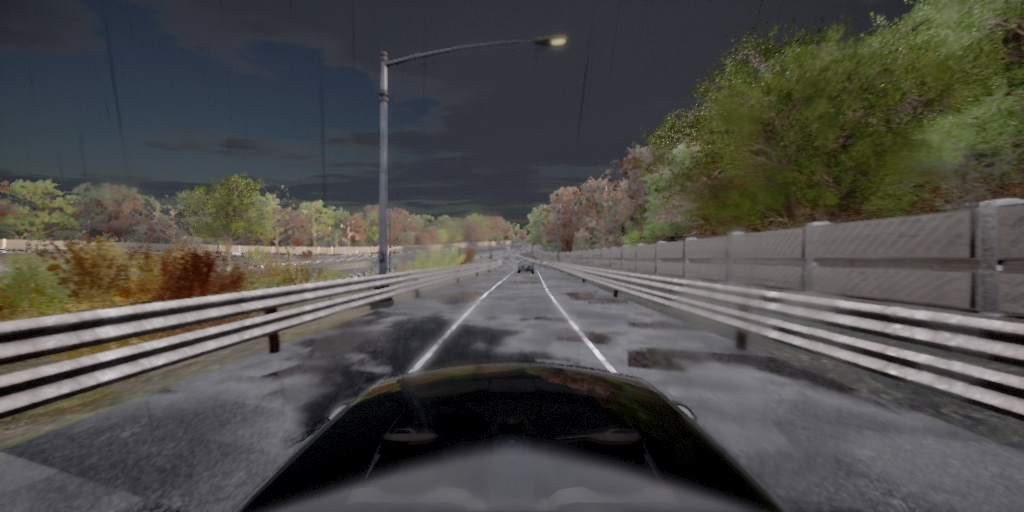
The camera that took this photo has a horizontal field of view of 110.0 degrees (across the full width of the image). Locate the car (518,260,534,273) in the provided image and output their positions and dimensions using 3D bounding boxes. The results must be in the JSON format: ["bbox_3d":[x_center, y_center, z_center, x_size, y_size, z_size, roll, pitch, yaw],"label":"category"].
[{"bbox_3d":[1.896,1.369,48.525,2.097,1.767,4.553,0,0,3],"label":"car"}]
